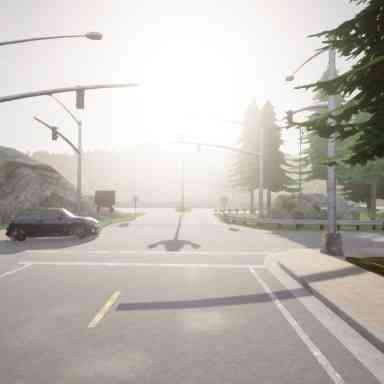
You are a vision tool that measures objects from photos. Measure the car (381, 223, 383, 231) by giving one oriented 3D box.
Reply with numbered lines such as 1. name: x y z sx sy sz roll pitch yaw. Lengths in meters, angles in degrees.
1. car: 15.025 2.060 21.076 5.357 1.411 2.033 0 -1 -2

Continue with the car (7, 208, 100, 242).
1. car: -7.372 1.638 18.086 4.553 1.767 2.097 -1 -1 -7
